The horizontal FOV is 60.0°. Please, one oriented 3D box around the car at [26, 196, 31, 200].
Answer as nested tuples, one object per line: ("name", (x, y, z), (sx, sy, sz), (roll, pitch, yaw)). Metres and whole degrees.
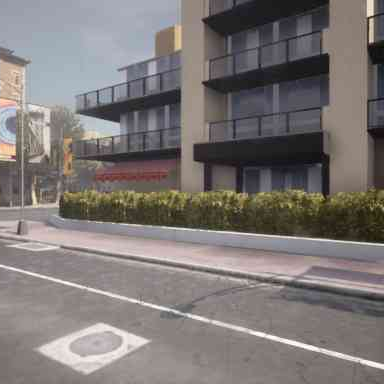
("car", (-36.654, 1.481, 72.067), (4.892, 1.521, 2.231), (0, 0, 35))
